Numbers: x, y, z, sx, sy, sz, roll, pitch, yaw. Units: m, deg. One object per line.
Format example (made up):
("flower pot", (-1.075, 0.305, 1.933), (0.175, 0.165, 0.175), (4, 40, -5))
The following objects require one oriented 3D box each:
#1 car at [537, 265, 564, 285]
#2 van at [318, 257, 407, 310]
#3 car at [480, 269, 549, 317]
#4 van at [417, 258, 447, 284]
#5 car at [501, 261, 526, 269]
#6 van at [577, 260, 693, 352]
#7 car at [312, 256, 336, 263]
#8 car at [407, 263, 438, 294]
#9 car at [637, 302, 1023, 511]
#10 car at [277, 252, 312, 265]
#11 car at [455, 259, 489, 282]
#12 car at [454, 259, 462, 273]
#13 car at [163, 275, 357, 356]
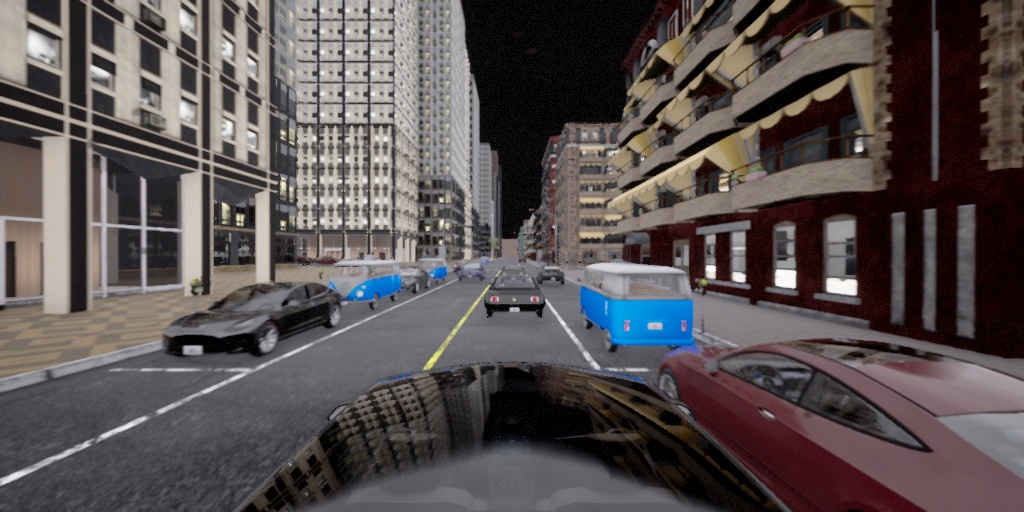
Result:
("car", (2.681, 1.251, 25.522), (2.007, 1.370, 4.403), (0, 0, 0))
("van", (-5.695, 1.064, 14.222), (1.690, 1.789, 3.998), (0, 0, 0))
("car", (0.087, 1.326, 13.018), (1.895, 1.301, 4.718), (0, 0, 0))
("van", (-5.699, 1.042, 25.519), (1.690, 1.789, 3.998), (0, 0, 0))
("car", (0.082, 1.297, 28.033), (1.895, 1.301, 4.718), (0, 0, 0))
("van", (2.688, 1.076, 8.577), (1.690, 1.789, 3.998), (0, 0, 0))
("car", (-26.741, 0.755, 53.210), (4.207, 1.307, 1.802), (0, 0, 0))
("car", (-5.697, 1.262, 19.871), (2.007, 1.370, 4.403), (0, 0, 0))
("car", (2.690, 1.329, 2.928), (1.802, 1.307, 4.207), (0, 0, 0))
("car", (-32.315, 0.380, 53.195), (5.009, 1.841, 2.192), (0, 0, 0))
("car", (-3.107, 1.221, 28.590), (1.812, 1.442, 4.674), (0, 0, 0))
("car", (-5.706, 1.110, 42.465), (1.967, 1.591, 4.097), (0, 0, 0))
("car", (-5.692, 1.301, 8.573), (1.948, 1.339, 4.313), (0, 0, 0))
